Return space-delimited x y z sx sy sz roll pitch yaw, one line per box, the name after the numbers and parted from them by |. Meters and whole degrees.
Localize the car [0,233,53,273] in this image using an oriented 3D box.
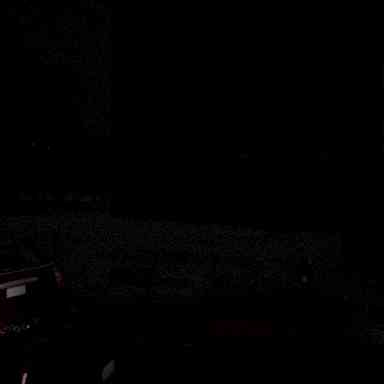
-4.065 1.429 5.841 4.097 1.590 1.967 0 0 35 | car

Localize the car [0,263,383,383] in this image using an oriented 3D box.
0.369 1.543 2.696 4.507 1.381 1.887 0 0 35 | car
